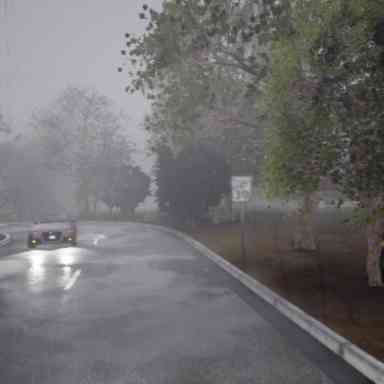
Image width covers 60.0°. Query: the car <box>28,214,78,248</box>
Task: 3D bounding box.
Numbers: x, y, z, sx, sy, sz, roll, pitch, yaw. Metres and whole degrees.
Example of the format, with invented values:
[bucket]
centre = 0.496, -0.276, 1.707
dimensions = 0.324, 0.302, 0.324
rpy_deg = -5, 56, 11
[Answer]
[car]
centre = -6.639, 1.790, 16.263
dimensions = 1.994, 1.385, 4.181
rpy_deg = -1, 0, -18
